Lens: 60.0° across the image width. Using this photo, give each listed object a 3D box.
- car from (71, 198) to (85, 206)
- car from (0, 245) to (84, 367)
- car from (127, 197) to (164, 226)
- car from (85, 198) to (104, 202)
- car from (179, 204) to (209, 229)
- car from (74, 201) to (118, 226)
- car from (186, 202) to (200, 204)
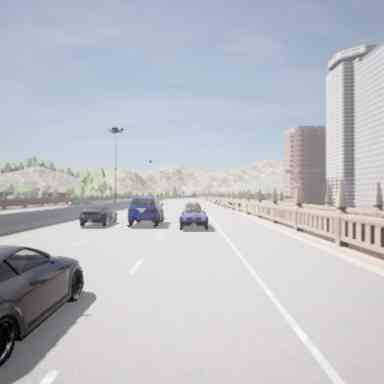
[{"bbox_3d":[-17.447,1.745,52.613,2.097,1.767,4.553,0,0,0],"label":"car"},{"bbox_3d":[-3.394,1.605,5.744,1.994,1.385,4.181,0,0,0],"label":"car"},{"bbox_3d":[-3.373,1.405,24.949,2.150,2.045,5.566,0,0,0],"label":"car"},{"bbox_3d":[-13.957,1.898,49.650,1.812,1.442,4.674,0,-1,0],"label":"car"},{"bbox_3d":[0.125,1.770,23.097,1.895,1.301,4.718,0,0,0],"label":"car"},{"bbox_3d":[-6.874,1.687,24.788,1.837,1.490,4.892,0,0,0],"label":"car"},{"bbox_3d":[0.141,1.864,40.318,1.994,1.385,4.181,0,0,0],"label":"car"}]
